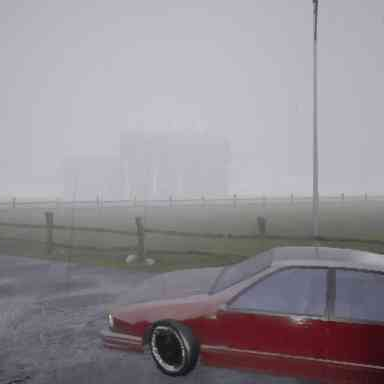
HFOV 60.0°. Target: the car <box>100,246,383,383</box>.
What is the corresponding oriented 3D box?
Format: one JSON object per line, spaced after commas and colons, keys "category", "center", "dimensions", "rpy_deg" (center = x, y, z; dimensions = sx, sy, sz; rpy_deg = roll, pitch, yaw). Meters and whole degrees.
{"category": "car", "center": [1.572, 1.482, 4.346], "dimensions": [5.357, 1.411, 2.033], "rpy_deg": [0, 1, 15]}
